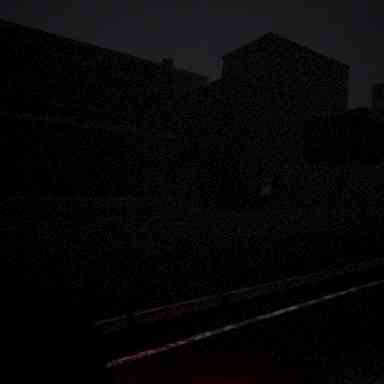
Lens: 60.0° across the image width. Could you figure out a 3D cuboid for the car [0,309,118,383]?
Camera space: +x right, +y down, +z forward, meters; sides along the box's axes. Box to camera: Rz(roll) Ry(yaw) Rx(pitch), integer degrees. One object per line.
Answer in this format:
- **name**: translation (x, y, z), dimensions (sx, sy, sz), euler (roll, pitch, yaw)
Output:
- **car**: translation (-2.727, 1.504, 1.434), dimensions (4.892, 1.490, 1.837), euler (0, 0, -36)
